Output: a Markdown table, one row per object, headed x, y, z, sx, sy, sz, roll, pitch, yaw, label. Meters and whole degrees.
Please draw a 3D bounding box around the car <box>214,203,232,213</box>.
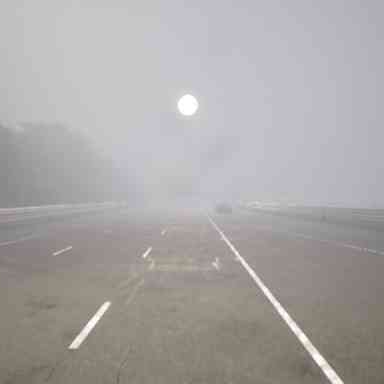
| x | y | z | sx | sy | sz | roll | pitch | yaw | label |
| --- | --- | --- | --- | --- | --- | --- | --- | --- | --- |
| 4.220 | 2.149 | 46.033 | 1.994 | 1.385 | 4.181 | 0 | -1 | -4 | car |
